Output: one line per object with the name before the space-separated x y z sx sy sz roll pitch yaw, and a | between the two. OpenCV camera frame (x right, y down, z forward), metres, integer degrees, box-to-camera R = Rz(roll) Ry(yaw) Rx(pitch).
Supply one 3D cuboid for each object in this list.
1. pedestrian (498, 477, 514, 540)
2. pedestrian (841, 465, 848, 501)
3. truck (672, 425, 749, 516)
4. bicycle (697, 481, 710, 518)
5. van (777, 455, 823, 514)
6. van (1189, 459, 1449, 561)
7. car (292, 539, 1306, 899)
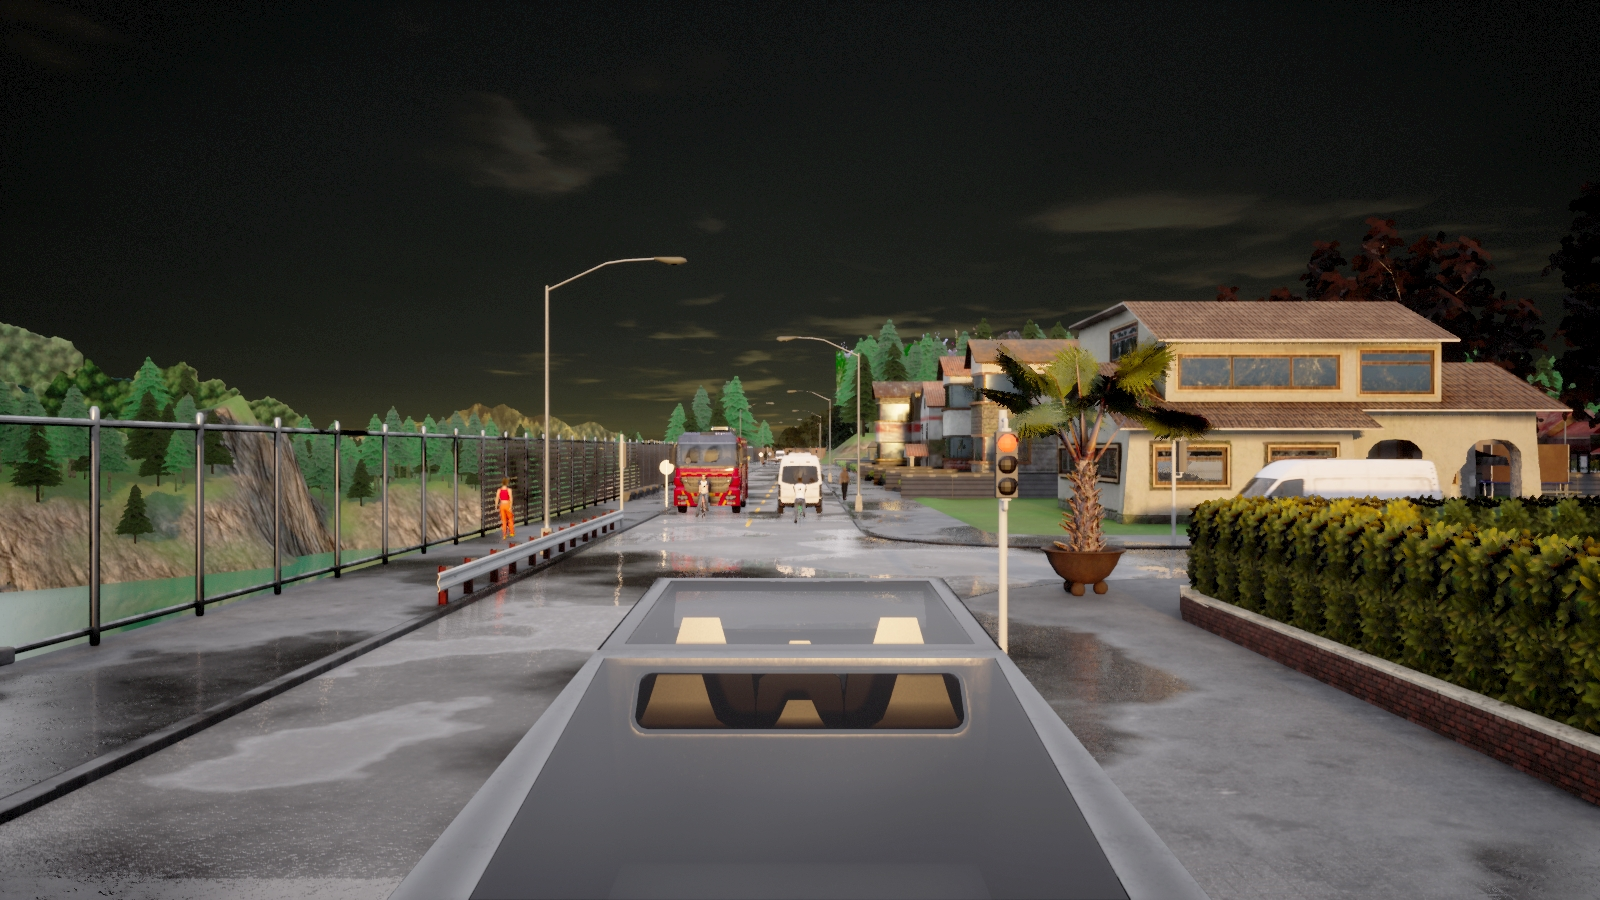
pedestrian | -8.743 1.731 33.960 0.375 1.860 0.375 0 0 1
pedestrian | 2.302 1.699 59.021 0.375 1.860 0.375 0 0 0
truck | -3.997 0.871 52.639 2.891 3.827 8.468 0 0 0
bicycle | -3.996 2.038 47.352 0.373 1.496 1.643 0 0 0
van | 0.002 1.515 52.684 1.988 2.561 5.915 0 0 0
van | 13.518 1.524 29.987 5.915 2.561 1.988 0 0 0
car | -0.001 1.751 5.830 2.390 2.098 6.274 0 0 0
